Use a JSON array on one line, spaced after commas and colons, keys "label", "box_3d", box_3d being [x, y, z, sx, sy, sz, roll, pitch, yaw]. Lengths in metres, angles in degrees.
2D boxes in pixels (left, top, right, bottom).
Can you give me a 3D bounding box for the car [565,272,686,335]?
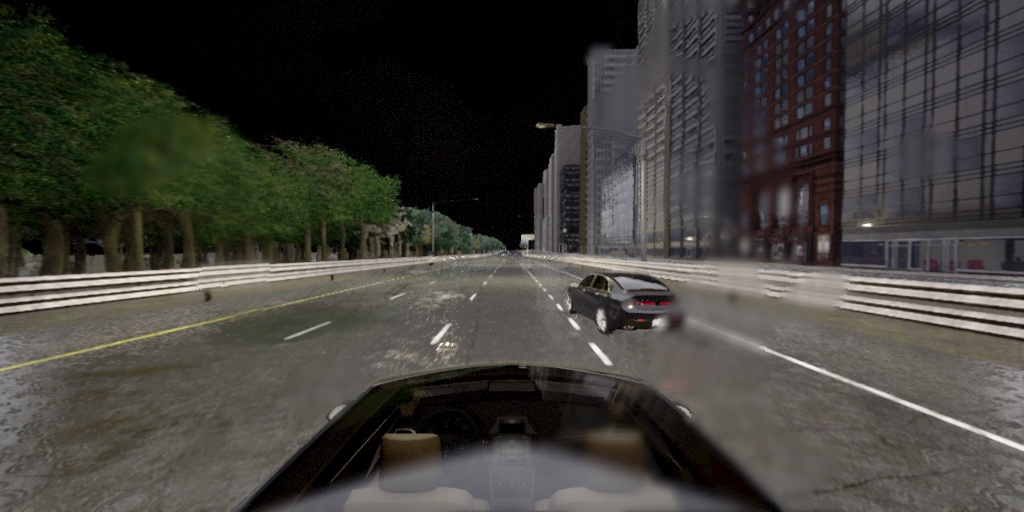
[{"label": "car", "box_3d": [2.908, 1.185, 10.234, 1.837, 1.490, 4.892, 1, 1, -7]}]
